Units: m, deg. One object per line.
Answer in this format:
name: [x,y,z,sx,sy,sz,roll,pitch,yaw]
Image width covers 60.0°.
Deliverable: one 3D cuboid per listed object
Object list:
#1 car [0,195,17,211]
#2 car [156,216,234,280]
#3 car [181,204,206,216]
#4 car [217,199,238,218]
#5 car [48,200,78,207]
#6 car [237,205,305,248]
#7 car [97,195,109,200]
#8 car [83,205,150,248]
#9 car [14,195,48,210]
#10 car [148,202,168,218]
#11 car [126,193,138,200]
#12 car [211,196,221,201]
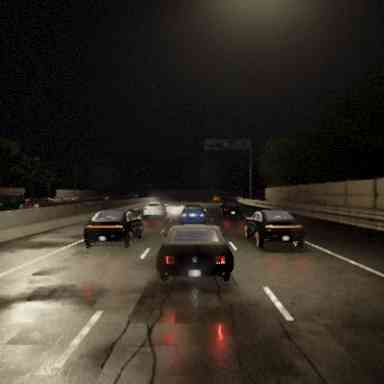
car: [-21.094,1.387,37.992,2.150,2.045,5.566,0,0,0]
car: [0.081,1.647,10.099,1.895,1.301,4.718,0,0,0]
car: [0.084,1.660,25.582,2.033,1.411,5.357,0,0,0]
car: [3.592,1.663,31.352,1.812,1.442,4.674,0,0,0]
car: [-14.096,1.690,37.535,1.812,1.442,4.674,0,0,0]
car: [3.591,1.559,15.121,2.128,1.511,4.902,0,0,0]
car: [-21.008,1.327,78.482,2.097,1.767,4.553,0,0,0]
car: [-3.408,1.558,15.085,2.128,1.511,4.902,0,0,0]
car: [-17.594,1.518,37.712,2.097,1.767,4.553,0,0,0]
car: [-3.418,1.663,31.348,1.812,1.442,4.674,0,0,0]
car: [-14.008,1.333,78.030,2.150,2.045,5.566,0,0,0]
car: [6.890,1.839,92.143,1.882,1.535,5.008,0,0,1]
